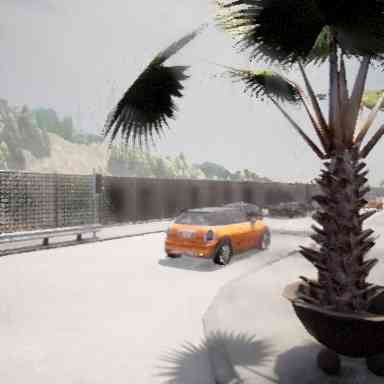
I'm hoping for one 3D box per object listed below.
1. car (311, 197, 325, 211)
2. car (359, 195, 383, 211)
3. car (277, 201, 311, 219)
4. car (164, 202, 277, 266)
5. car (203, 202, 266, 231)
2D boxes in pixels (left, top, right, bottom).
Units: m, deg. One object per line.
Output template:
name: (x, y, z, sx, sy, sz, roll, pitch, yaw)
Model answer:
car: (14.406, 1.359, 36.886, 2.128, 1.511, 4.902, 0, 0, 37)
car: (20.345, 1.201, 37.899, 2.097, 1.767, 4.553, 0, 0, 36)
car: (8.331, 1.505, 28.658, 1.895, 1.301, 4.718, 0, 0, 36)
car: (1.075, 1.319, 11.826, 2.097, 1.767, 4.553, 0, 0, 35)
car: (2.862, 1.443, 21.233, 1.837, 1.490, 4.892, 0, 0, 36)
